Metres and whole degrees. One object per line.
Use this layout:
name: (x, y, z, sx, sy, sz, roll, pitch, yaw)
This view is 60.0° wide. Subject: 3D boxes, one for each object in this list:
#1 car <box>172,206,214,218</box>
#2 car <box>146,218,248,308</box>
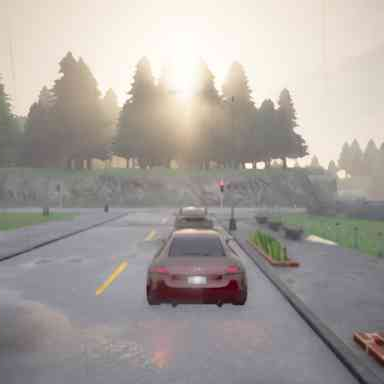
car: (0.075, 1.477, 16.897, 1.837, 1.490, 4.892, 0, 0, 0)
car: (0.089, 1.550, 7.985, 1.994, 1.385, 4.181, 0, 0, 0)
